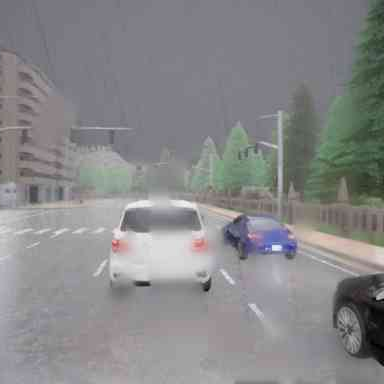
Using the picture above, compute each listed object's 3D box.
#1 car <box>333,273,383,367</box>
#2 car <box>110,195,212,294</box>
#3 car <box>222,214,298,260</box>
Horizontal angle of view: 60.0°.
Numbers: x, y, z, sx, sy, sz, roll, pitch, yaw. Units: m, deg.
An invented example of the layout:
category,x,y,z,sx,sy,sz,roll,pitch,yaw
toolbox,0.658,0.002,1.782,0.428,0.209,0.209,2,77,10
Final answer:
category,x,y,z,sx,sy,sz,roll,pitch,yaw
car,3.120,1.491,3.135,2.128,1.511,4.902,0,0,-3
car,-0.802,1.221,9.003,2.150,2.045,5.566,0,0,-5
car,2.342,1.525,12.363,1.812,1.442,4.674,0,0,-6
